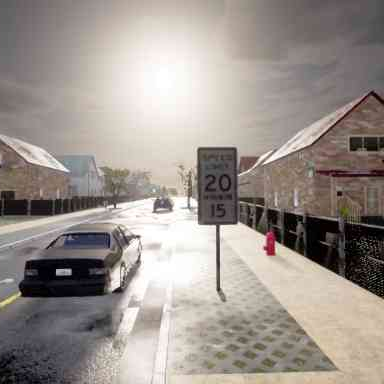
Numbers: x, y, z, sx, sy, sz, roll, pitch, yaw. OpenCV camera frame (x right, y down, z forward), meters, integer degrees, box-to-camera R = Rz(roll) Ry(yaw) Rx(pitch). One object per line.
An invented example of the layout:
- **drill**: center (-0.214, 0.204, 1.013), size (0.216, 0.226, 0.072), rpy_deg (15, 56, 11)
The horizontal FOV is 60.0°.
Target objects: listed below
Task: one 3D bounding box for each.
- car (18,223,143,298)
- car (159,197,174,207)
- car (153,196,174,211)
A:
- **car**: center (-2.464, 1.530, 8.693), size (2.033, 1.411, 5.357), rpy_deg (0, 0, -2)
- **car**: center (-3.736, 1.493, 49.442), size (1.994, 1.385, 4.181), rpy_deg (0, 0, -2)
- **car**: center (-3.371, 1.277, 39.193), size (2.097, 1.767, 4.553), rpy_deg (0, 0, -1)
